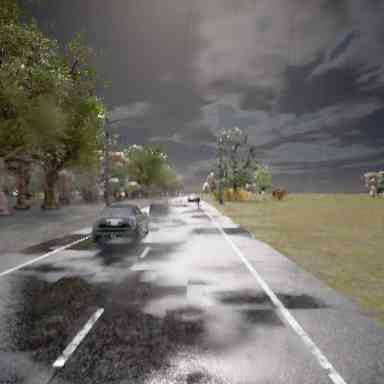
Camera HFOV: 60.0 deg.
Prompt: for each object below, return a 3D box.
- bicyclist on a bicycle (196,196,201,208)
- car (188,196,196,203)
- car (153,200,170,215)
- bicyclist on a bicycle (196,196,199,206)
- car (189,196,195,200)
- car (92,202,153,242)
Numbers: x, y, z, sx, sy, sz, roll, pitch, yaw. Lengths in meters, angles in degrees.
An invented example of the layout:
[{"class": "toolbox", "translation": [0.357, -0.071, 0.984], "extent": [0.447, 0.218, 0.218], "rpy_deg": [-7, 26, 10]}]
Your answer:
[{"class": "bicyclist on a bicycle", "translation": [0.967, 1.479, 48.858], "extent": [0.659, 1.776, 1.843], "rpy_deg": [0, 0, 0]}, {"class": "car", "translation": [0.008, 1.726, 77.378], "extent": [1.994, 1.385, 4.181], "rpy_deg": [0, 0, 0]}, {"class": "car", "translation": [-3.400, 1.557, 35.750], "extent": [1.882, 1.535, 5.008], "rpy_deg": [0, 0, 0]}, {"class": "bicyclist on a bicycle", "translation": [0.966, 1.581, 57.451], "extent": [0.582, 1.620, 1.656], "rpy_deg": [0, -1, 0]}, {"class": "car", "translation": [0.008, 1.666, 93.531], "extent": [1.895, 1.301, 4.718], "rpy_deg": [0, 0, 0]}, {"class": "car", "translation": [-3.401, 1.389, 16.697], "extent": [2.097, 1.767, 4.553], "rpy_deg": [0, 0, 0]}]
